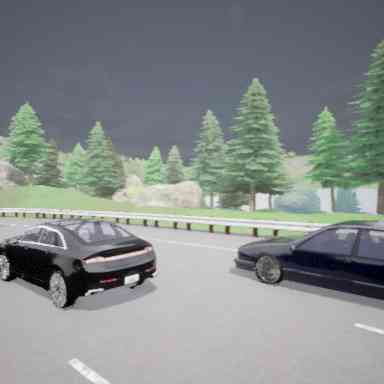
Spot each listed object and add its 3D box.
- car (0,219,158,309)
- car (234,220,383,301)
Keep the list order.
[{"bbox_3d":[-2.884,1.386,7.712,4.902,1.511,2.128,0,2,43],"label":"car"},{"bbox_3d":[3.409,1.294,6.611,2.033,1.411,5.357,-3,2,-44],"label":"car"}]
